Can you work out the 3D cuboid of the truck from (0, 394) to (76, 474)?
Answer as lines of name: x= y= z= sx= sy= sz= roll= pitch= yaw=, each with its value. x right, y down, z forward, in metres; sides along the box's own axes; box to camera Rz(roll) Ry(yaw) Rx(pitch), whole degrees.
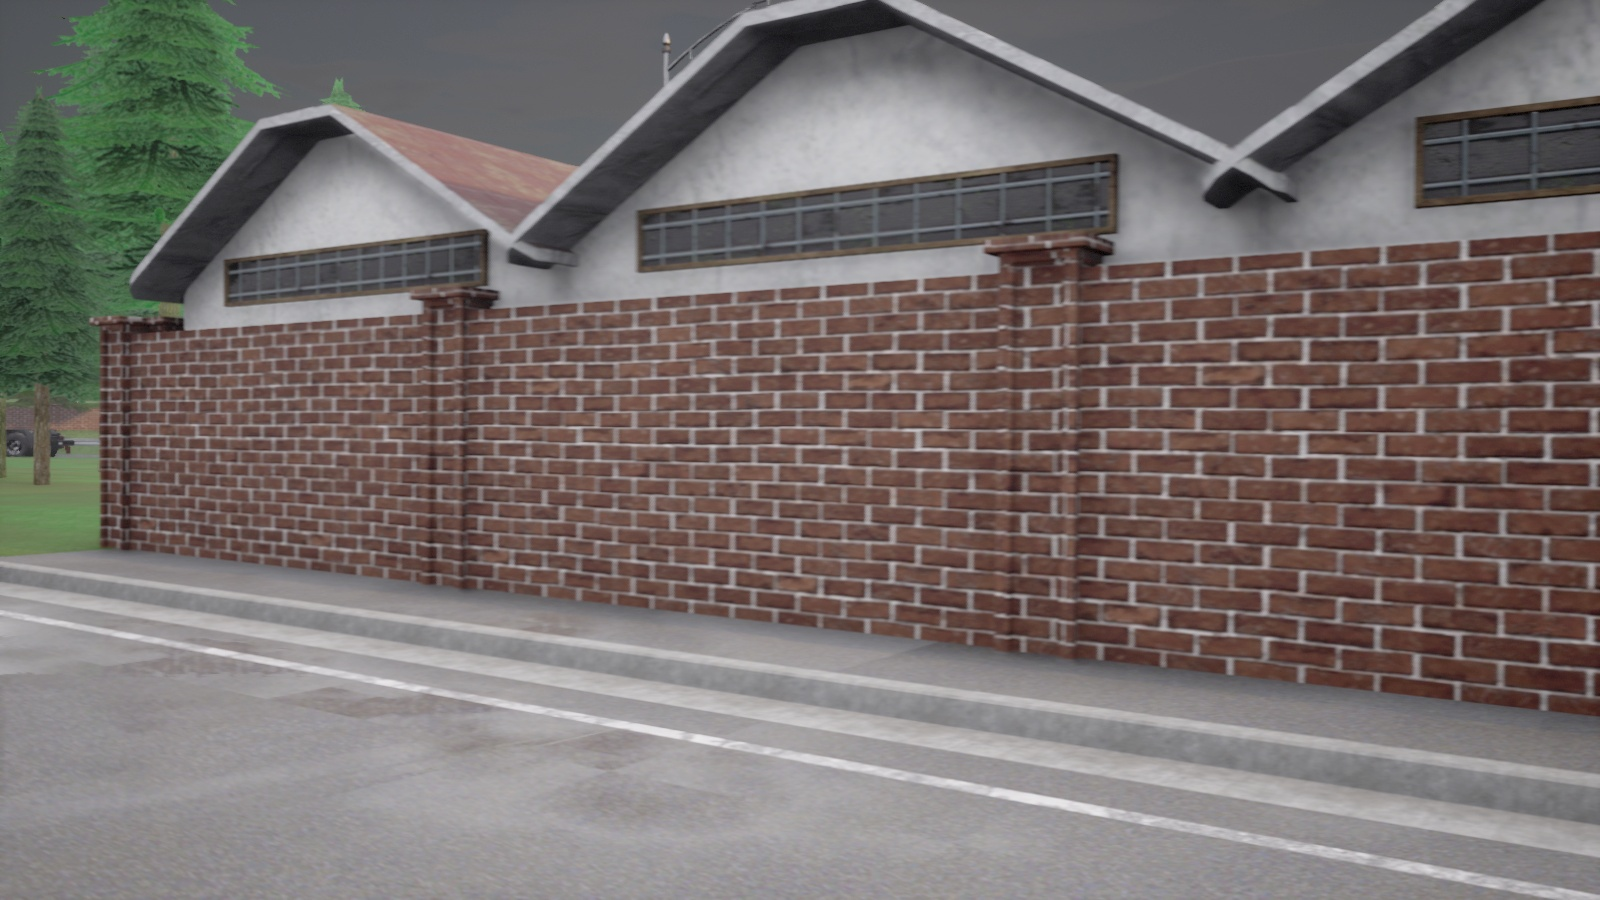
truck: x=-36.963 y=-0.676 z=55.653 sx=7.936 sy=3.462 sz=2.891 roll=-1 pitch=1 yaw=-5
